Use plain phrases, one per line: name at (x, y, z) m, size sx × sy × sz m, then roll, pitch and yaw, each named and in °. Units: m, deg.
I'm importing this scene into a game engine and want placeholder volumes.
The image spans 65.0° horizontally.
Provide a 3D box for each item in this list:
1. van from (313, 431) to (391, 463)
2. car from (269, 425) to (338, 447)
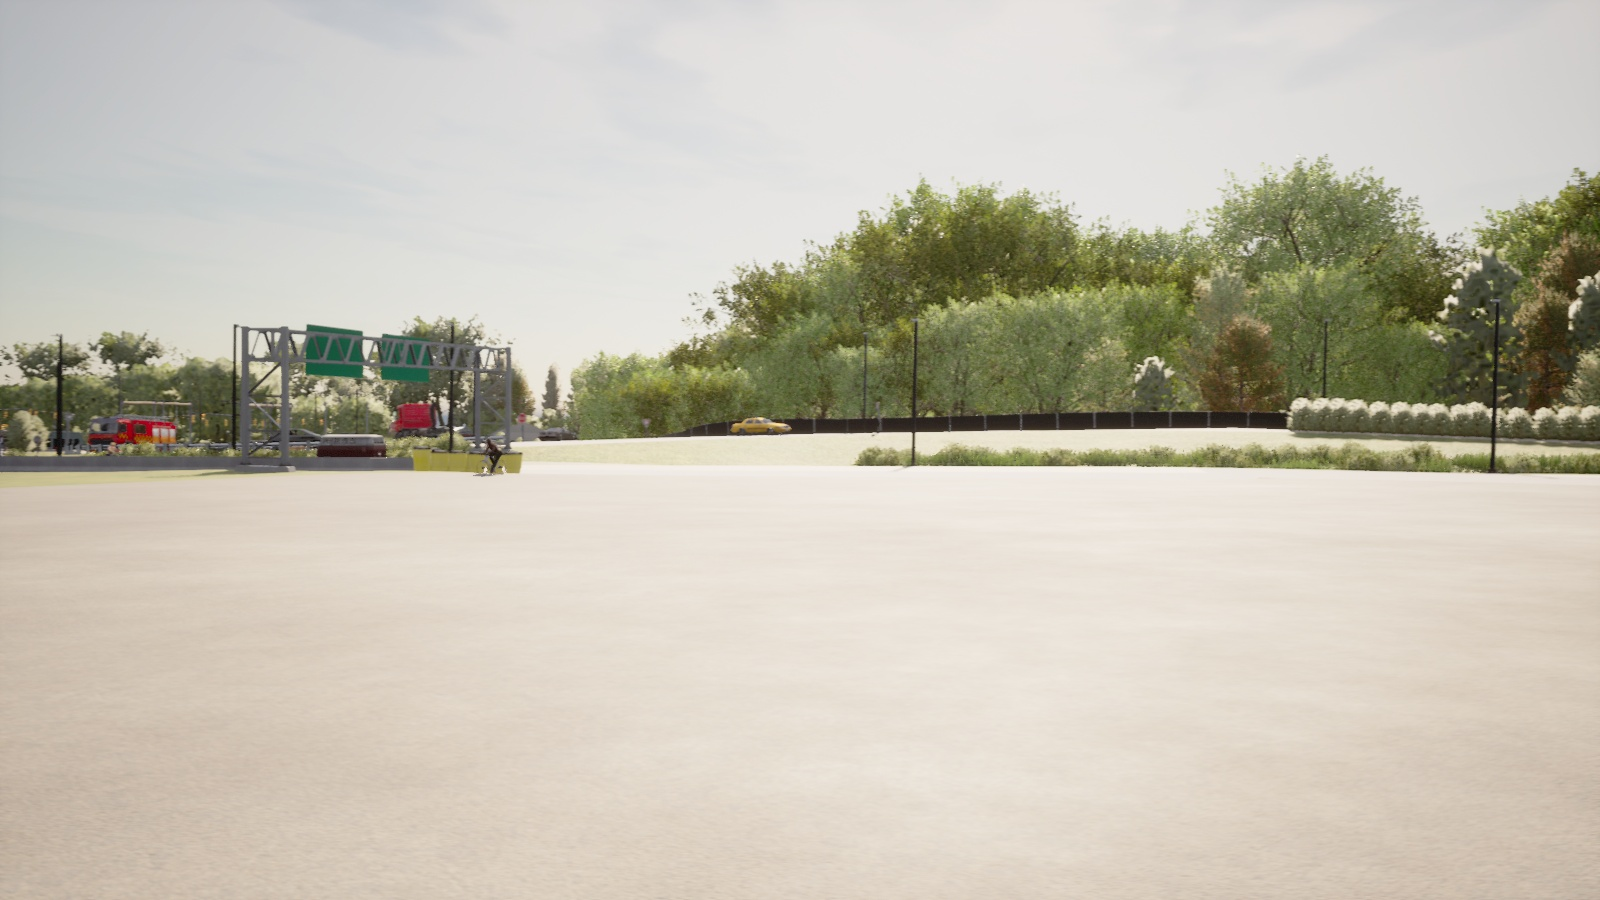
van at (-28.664, -0.190, 80.328) m, size 4.442 × 1.987 × 1.775 m, roll 0°, pitch 1°, yaw 14°
car at (-35.313, -1.021, 89.328) m, size 4.193 × 1.474 × 1.816 m, roll -1°, pitch 1°, yaw -4°
